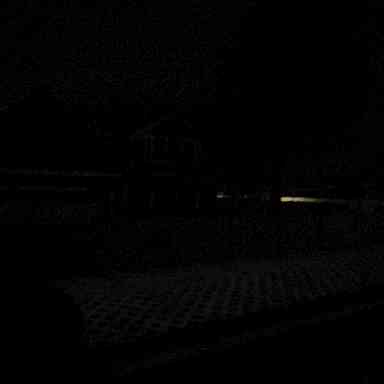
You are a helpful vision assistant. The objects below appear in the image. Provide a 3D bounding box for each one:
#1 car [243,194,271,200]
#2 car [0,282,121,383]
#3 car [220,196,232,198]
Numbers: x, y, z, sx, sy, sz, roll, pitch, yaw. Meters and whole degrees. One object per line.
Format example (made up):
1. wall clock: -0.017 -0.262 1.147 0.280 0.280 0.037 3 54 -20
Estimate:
1. car: 8.824 1.286 43.058 2.150 2.045 5.566 1 0 -30
2. car: -2.237 1.320 0.911 4.553 1.767 2.097 1 0 -34
3. car: 5.392 1.470 54.839 1.882 1.535 5.008 1 0 -29
